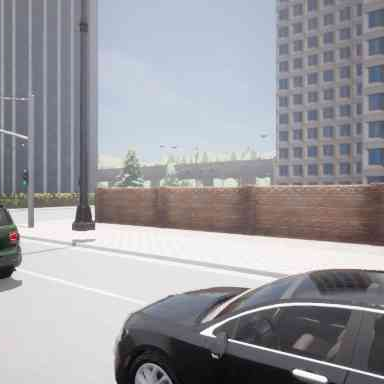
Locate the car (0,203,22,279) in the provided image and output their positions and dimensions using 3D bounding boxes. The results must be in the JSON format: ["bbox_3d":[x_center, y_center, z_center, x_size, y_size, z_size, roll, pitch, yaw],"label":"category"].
[{"bbox_3d":[-6.715,1.221,8.752,5.566,2.045,2.150,0,0,35],"label":"car"}]

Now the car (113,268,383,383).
[{"bbox_3d":[1.368,1.505,3.016,4.892,1.490,1.837,0,0,35],"label":"car"}]
